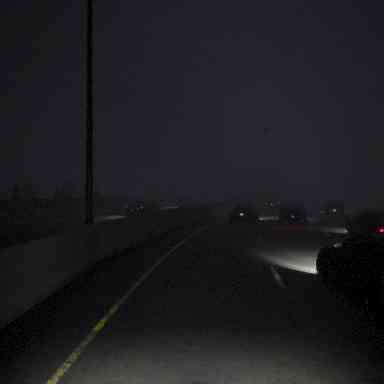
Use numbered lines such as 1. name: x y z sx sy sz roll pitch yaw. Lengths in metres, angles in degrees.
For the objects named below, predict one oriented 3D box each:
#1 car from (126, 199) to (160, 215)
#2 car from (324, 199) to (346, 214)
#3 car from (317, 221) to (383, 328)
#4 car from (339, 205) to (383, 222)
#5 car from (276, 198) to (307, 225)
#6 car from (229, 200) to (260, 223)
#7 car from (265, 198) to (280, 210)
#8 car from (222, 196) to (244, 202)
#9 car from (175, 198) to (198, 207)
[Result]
1. car: -4.752 1.471 32.918 1.837 1.490 4.892 0 0 19
2. car: 14.899 1.520 34.657 1.837 1.490 4.892 0 0 24
3. car: 4.076 1.570 6.920 1.994 1.385 4.181 0 0 5
4. car: 8.757 1.560 15.579 2.033 1.411 5.357 0 0 11
5. car: 7.449 1.481 24.622 1.882 1.535 5.008 0 0 16
6. car: 4.057 1.558 25.331 1.994 1.385 4.181 0 0 16
7. car: 10.554 1.503 41.682 2.163 1.488 4.792 0 0 27
8. car: 5.989 1.334 48.362 2.097 1.767 4.553 0 0 30
9. car: -0.817 1.530 50.489 1.994 1.385 4.181 0 0 29
